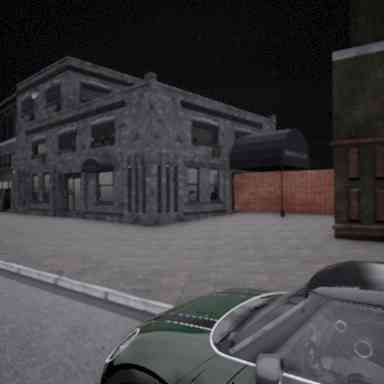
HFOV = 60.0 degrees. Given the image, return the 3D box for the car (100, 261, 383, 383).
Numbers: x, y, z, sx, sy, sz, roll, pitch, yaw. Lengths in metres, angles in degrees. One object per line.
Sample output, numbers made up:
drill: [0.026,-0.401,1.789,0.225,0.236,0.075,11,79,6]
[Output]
car: [1.375,1.356,2.481,4.553,1.767,2.097,0,0,36]
